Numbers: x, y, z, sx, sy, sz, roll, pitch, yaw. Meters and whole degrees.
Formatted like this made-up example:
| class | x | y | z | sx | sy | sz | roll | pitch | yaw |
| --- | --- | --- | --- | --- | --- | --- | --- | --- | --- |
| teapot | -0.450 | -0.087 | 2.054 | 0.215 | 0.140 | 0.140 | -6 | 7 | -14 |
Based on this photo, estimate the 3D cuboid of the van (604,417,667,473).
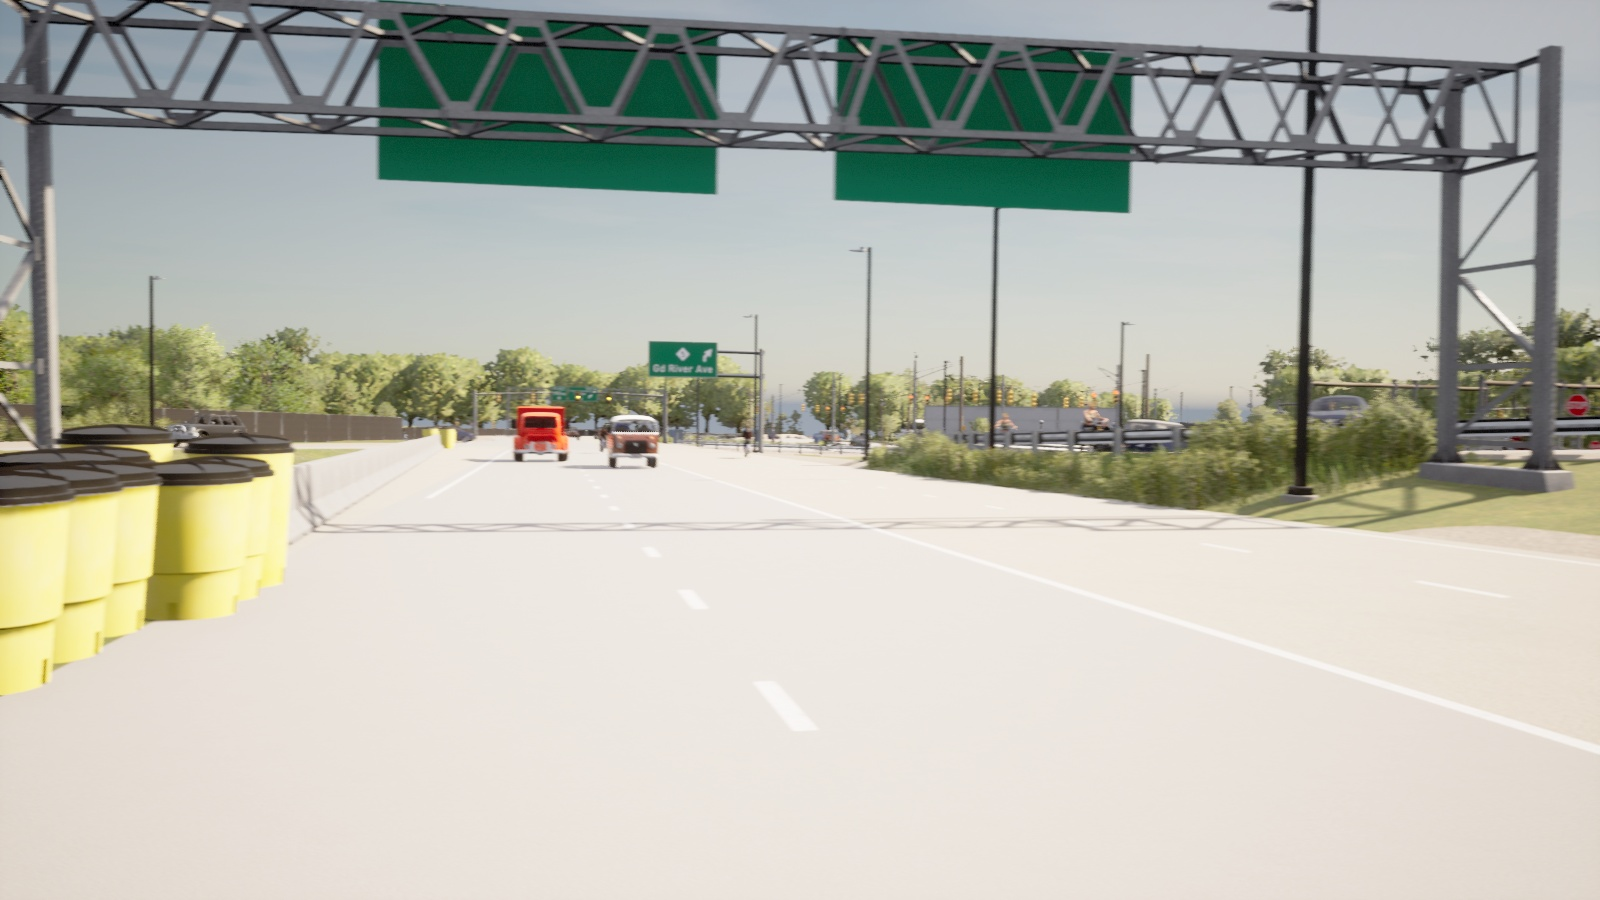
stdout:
| class | x | y | z | sx | sy | sz | roll | pitch | yaw |
| --- | --- | --- | --- | --- | --- | --- | --- | --- | --- |
| van | -6.381 | -0.218 | 48.399 | 2.069 | 2.038 | 4.480 | -1 | 1 | -11 |

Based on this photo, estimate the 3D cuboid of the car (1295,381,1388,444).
| class | x | y | z | sx | sy | sz | roll | pitch | yaw |
| --- | --- | --- | --- | --- | --- | --- | --- | --- | --- |
| car | 14.426 | -0.946 | 33.377 | 1.845 | 1.501 | 3.633 | -2 | -1 | 30 |

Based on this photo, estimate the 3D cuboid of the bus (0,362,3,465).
| class | x | y | z | sx | sy | sz | roll | pitch | yaw |
| --- | --- | --- | --- | --- | --- | --- | --- | --- | --- |
| bus | -36.284 | -1.494 | 47.569 | 3.944 | 4.253 | 10.273 | 0 | 1 | 16 |

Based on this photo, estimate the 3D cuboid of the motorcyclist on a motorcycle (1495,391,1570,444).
| class | x | y | z | sx | sy | sz | roll | pitch | yaw |
| --- | --- | --- | --- | --- | --- | --- | --- | --- | --- |
| motorcyclist on a motorcycle | 22.480 | -0.983 | 38.558 | 1.817 | 1.590 | 0.866 | 0 | -1 | -10 |

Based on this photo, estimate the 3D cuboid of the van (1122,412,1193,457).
| class | x | y | z | sx | sy | sz | roll | pitch | yaw |
| --- | --- | --- | --- | --- | --- | --- | --- | --- | --- |
| van | 17.355 | -0.722 | 60.825 | 1.775 | 1.987 | 4.442 | 2 | 0 | 37 |

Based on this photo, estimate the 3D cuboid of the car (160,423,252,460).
| class | x | y | z | sx | sy | sz | roll | pitch | yaw |
| --- | --- | --- | --- | --- | --- | --- | --- | --- | --- |
| car | -31.215 | -0.461 | 66.189 | 1.932 | 1.855 | 4.605 | 0 | 1 | 13 |

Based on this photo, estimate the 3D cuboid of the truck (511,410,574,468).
| class | x | y | z | sx | sy | sz | roll | pitch | yaw |
| --- | --- | --- | --- | --- | --- | --- | --- | --- | --- |
| truck | -11.625 | -0.509 | 56.794 | 2.627 | 2.467 | 5.204 | -1 | 1 | -11 |
